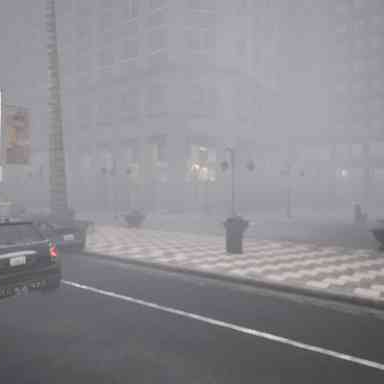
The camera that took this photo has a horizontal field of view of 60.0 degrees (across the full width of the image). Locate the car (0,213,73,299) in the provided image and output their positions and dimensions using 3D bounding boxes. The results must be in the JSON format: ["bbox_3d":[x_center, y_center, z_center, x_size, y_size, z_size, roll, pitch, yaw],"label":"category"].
[{"bbox_3d":[-5.057,1.333,7.577,4.553,1.767,2.097,0,0,35],"label":"car"}]

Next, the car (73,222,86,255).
[{"bbox_3d":[-5.846,1.489,11.922,4.786,1.482,2.161,0,0,35],"label":"car"}]
